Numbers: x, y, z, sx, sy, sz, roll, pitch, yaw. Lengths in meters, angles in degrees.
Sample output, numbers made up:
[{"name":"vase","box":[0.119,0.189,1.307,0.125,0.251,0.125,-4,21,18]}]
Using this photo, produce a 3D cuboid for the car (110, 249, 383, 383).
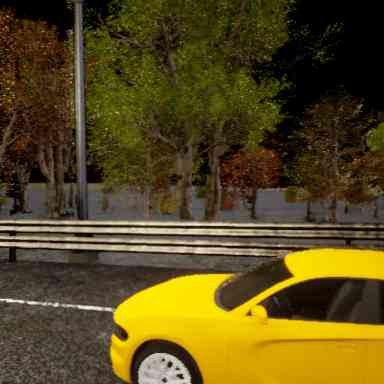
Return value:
[{"name":"car","box":[1.520,1.421,3.737,5.008,1.535,1.882,-1,0,16]}]
